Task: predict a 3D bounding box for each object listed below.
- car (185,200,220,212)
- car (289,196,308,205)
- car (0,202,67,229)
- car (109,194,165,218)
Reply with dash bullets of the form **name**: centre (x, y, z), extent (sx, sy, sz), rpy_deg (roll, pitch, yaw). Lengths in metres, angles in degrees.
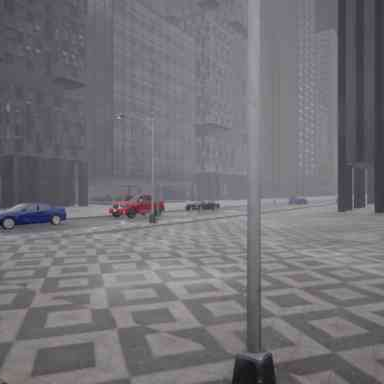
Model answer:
- **car**: centre (1.215, 1.554, 38.021), extent (1.895, 1.301, 4.718), rpy_deg (0, 0, 36)
- **car**: centre (17.647, 1.400, 55.079), extent (1.882, 1.535, 5.008), rpy_deg (0, 0, 36)
- **car**: centre (-10.714, 1.458, 21.719), extent (1.882, 1.535, 5.008), rpy_deg (0, 0, 36)
- **car**: centre (-4.779, 1.188, 29.835), extent (2.150, 2.045, 5.566), rpy_deg (0, 0, 36)
